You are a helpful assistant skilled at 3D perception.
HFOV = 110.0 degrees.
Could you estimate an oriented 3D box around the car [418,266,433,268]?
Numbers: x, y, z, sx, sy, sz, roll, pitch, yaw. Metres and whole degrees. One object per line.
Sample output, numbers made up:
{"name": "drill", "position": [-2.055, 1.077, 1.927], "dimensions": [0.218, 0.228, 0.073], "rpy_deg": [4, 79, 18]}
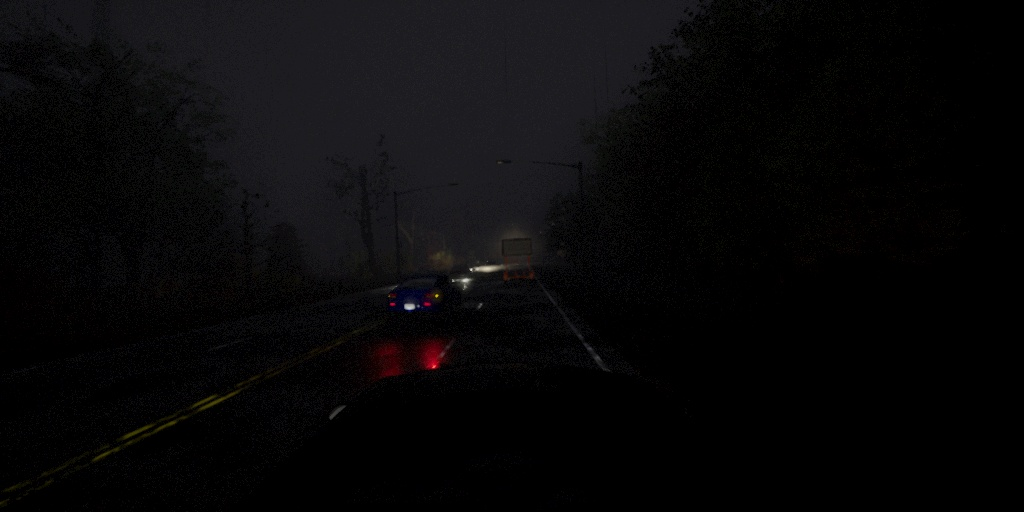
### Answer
{"name": "car", "position": [-9.142, 1.861, 37.618], "dimensions": [2.128, 1.511, 4.902], "rpy_deg": [-3, 0, 2]}

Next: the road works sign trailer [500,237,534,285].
{"name": "road works sign trailer", "position": [0.535, 0.357, 28.638], "dimensions": [2.380, 3.560, 2.880], "rpy_deg": [0, 0, 2]}

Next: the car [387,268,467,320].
{"name": "car", "position": [-2.961, 1.323, 12.800], "dimensions": [1.812, 1.442, 4.674], "rpy_deg": [0, 0, 1]}

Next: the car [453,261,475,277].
{"name": "car", "position": [-5.819, 1.693, 40.435], "dimensions": [1.882, 1.535, 5.008], "rpy_deg": [-3, 0, 2]}
